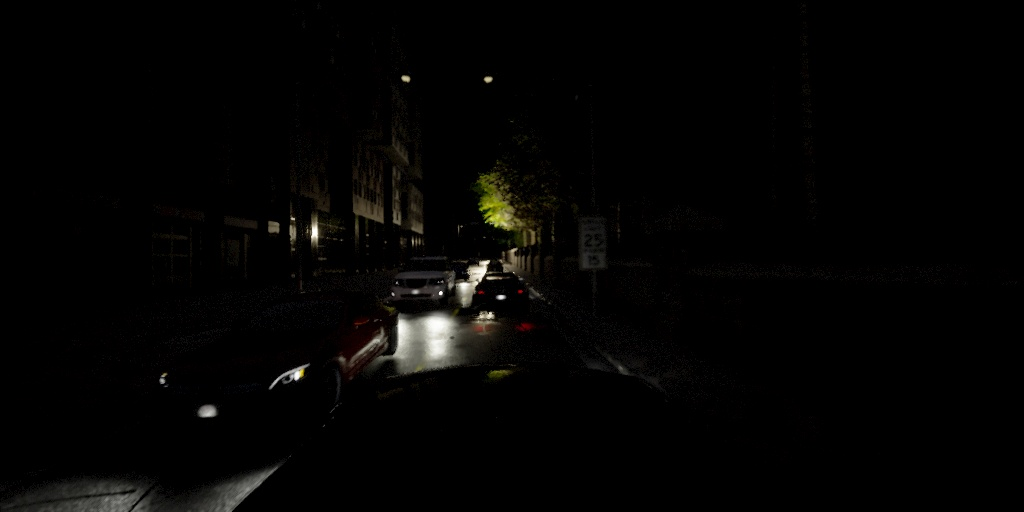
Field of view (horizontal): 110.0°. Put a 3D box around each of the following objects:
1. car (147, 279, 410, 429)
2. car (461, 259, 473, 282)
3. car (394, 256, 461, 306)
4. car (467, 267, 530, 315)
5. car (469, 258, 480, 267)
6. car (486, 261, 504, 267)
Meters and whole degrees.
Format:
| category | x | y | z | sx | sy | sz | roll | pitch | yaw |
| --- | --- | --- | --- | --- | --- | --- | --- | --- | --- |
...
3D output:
| category | x | y | z | sx | sy | sz | roll | pitch | yaw |
| --- | --- | --- | --- | --- | --- | --- | --- | --- | --- |
| car | -3.251 | 1.327 | 6.021 | 1.812 | 1.442 | 4.674 | -1 | 0 | -3 |
| car | -4.530 | 1.256 | 29.751 | 1.882 | 1.535 | 5.008 | -1 | 0 | -3 |
| car | -3.824 | 1.019 | 16.412 | 2.150 | 2.045 | 5.566 | -1 | 0 | -3 |
| car | -0.463 | 1.309 | 13.644 | 1.994 | 1.385 | 4.181 | -1 | 0 | -3 |
| car | -5.745 | 0.957 | 53.366 | 1.895 | 1.301 | 4.718 | -1 | 0 | -3 |
| car | -1.876 | 1.229 | 39.506 | 1.812 | 1.442 | 4.674 | -1 | 0 | -3 |
